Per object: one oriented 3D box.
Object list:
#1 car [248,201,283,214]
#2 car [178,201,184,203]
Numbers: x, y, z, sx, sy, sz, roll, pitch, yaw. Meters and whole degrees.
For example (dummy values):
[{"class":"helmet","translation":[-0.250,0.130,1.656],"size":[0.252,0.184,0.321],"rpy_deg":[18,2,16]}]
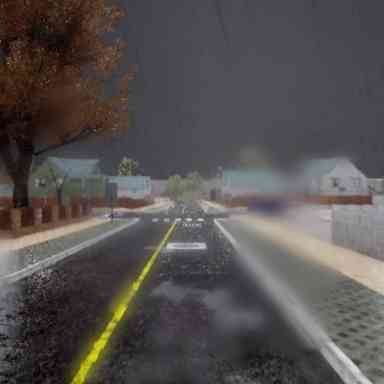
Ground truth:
[{"class":"car","translation":[8.254,1.674,34.710],"size":[5.008,1.535,1.882],"rpy_deg":[0,2,-6]},{"class":"car","translation":[-2.745,2.520,85.272],"size":[2.033,1.411,5.357],"rpy_deg":[0,-1,0]}]
